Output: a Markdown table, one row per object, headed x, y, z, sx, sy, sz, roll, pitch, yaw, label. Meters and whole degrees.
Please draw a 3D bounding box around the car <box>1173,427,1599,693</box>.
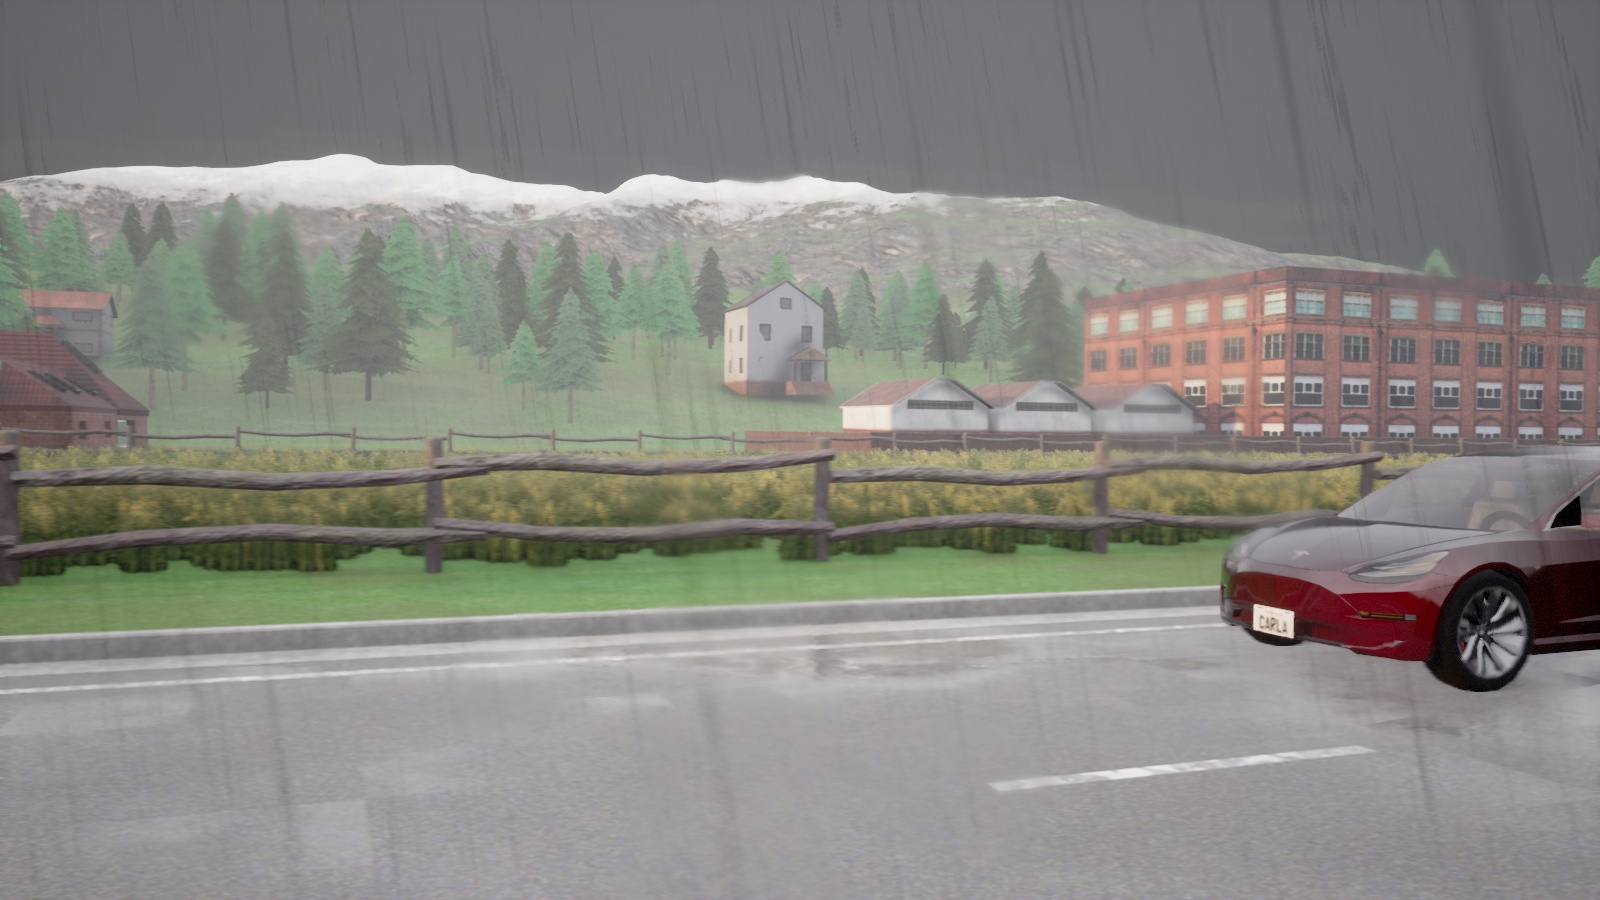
| x | y | z | sx | sy | sz | roll | pitch | yaw | label |
| --- | --- | --- | --- | --- | --- | --- | --- | --- | --- |
| 5.356 | 0.593 | 9.016 | 4.792 | 1.488 | 2.163 | -1 | 1 | -21 | car |
